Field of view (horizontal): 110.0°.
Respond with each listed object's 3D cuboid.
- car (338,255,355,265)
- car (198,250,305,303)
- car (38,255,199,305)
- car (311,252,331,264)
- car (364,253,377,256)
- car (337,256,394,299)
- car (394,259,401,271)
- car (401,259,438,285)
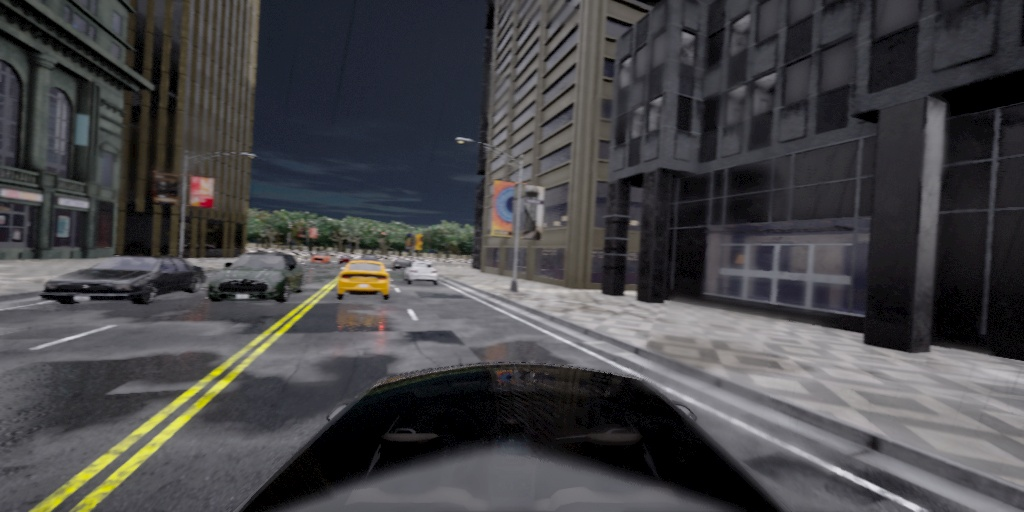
[{"bbox_3d":[-24.682,0.607,53.447,1.895,1.301,4.718,3,-1,-21],"label":"car"},{"bbox_3d":[-9.159,0.645,13.264,2.097,1.767,4.553,3,0,-21],"label":"car"},{"bbox_3d":[-12.077,0.672,11.780,2.033,1.411,5.357,3,0,-21],"label":"car"},{"bbox_3d":[-27.425,0.186,51.555,2.097,1.767,4.553,3,-1,-21],"label":"car"},{"bbox_3d":[-16.064,0.541,40.617,2.097,1.767,4.553,3,-1,-21],"label":"car"},{"bbox_3d":[-6.413,0.934,15.694,1.882,1.535,5.008,3,-1,-21],"label":"car"},{"bbox_3d":[-11.894,0.971,38.700,1.895,1.301,4.718,3,-1,-21],"label":"car"},{"bbox_3d":[-6.022,1.048,23.577,1.812,1.442,4.674,3,0,-21],"label":"car"}]
